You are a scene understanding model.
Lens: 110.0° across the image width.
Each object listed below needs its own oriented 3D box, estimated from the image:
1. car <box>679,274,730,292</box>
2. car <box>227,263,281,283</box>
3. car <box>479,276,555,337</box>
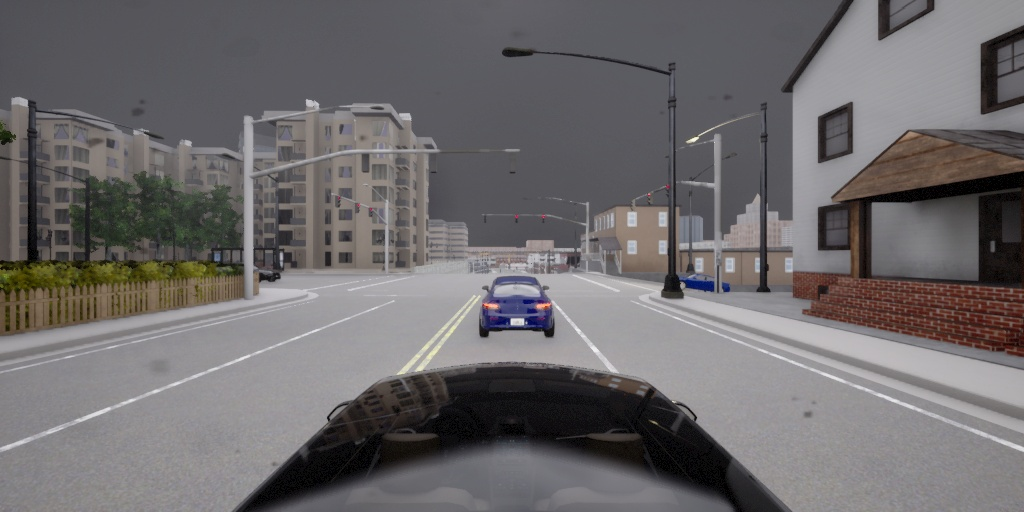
[{"bbox_3d":[15.384,2.209,29.825,5.008,1.535,1.882,9,0,1],"label":"car"},{"bbox_3d":[-19.880,1.255,26.647,4.892,1.490,1.837,0,0,1],"label":"car"},{"bbox_3d":[0.112,1.276,10.145,1.812,1.442,4.674,0,0,0],"label":"car"}]
